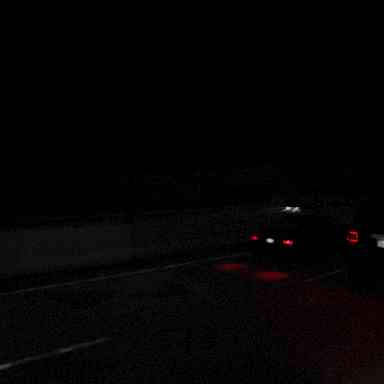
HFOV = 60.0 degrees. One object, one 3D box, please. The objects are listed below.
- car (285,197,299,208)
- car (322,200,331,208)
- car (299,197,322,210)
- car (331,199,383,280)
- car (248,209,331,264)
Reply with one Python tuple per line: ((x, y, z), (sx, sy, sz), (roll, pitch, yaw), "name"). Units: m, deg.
((14.788, 1.492, 47.770), (2.033, 1.411, 5.357), (0, 0, 28), "car")
((16.135, 1.495, 36.276), (2.033, 1.411, 5.357), (0, 0, 33), "car")
((15.274, 1.424, 41.595), (1.882, 1.535, 5.008), (0, 0, 31), "car")
((6.164, 1.204, 8.868), (5.566, 2.045, 2.150), (0, 0, -41), "car")
((4.259, 1.532, 11.804), (5.357, 1.411, 2.033), (0, 0, -41), "car")
